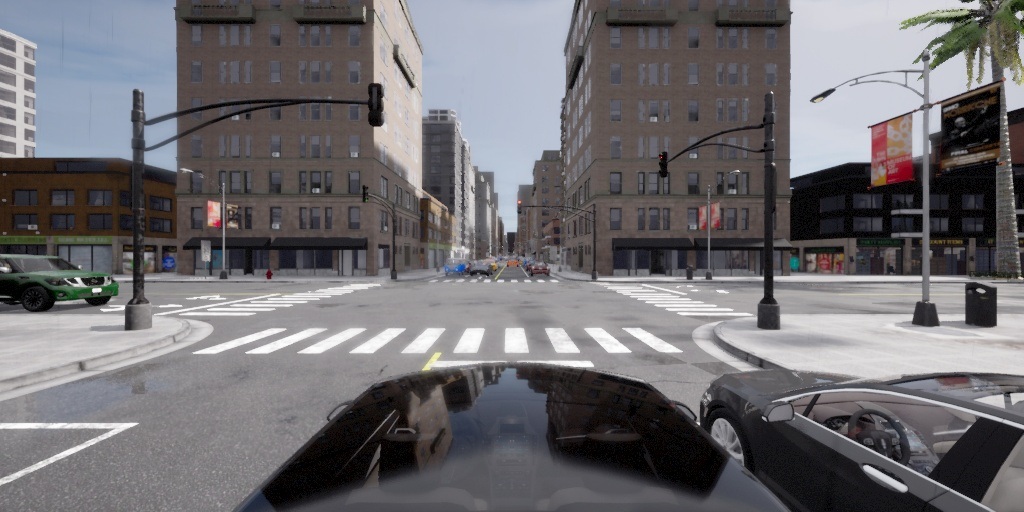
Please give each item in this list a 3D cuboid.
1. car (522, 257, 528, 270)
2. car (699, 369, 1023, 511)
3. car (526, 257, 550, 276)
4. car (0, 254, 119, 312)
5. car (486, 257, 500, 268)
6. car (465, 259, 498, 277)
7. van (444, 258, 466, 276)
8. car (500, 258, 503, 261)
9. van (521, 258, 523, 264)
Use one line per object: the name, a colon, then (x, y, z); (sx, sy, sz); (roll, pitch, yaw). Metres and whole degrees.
car: (2.769, 1.193, 47.766); (1.967, 1.591, 4.097); (0, 0, 0)
car: (2.668, 1.300, 1.778); (2.007, 1.370, 4.403); (0, 0, 0)
car: (2.742, 1.192, 36.428); (1.967, 1.591, 4.097); (0, 0, 0)
car: (-18.522, 0.949, 13.593); (5.566, 2.045, 2.150); (0, 0, 0)
car: (-2.999, 1.231, 47.408); (1.882, 1.535, 5.008); (0, 0, 0)
car: (-2.999, 1.299, 36.636); (2.033, 1.411, 5.357); (0, 0, 4)
van: (-5.784, 1.093, 36.446); (1.690, 1.789, 3.998); (0, 0, 0)
car: (-2.960, 1.353, 58.876); (1.895, 1.301, 4.718); (0, 0, 0)
van: (2.796, 1.093, 59.105); (1.690, 1.789, 3.998); (0, 0, 0)
